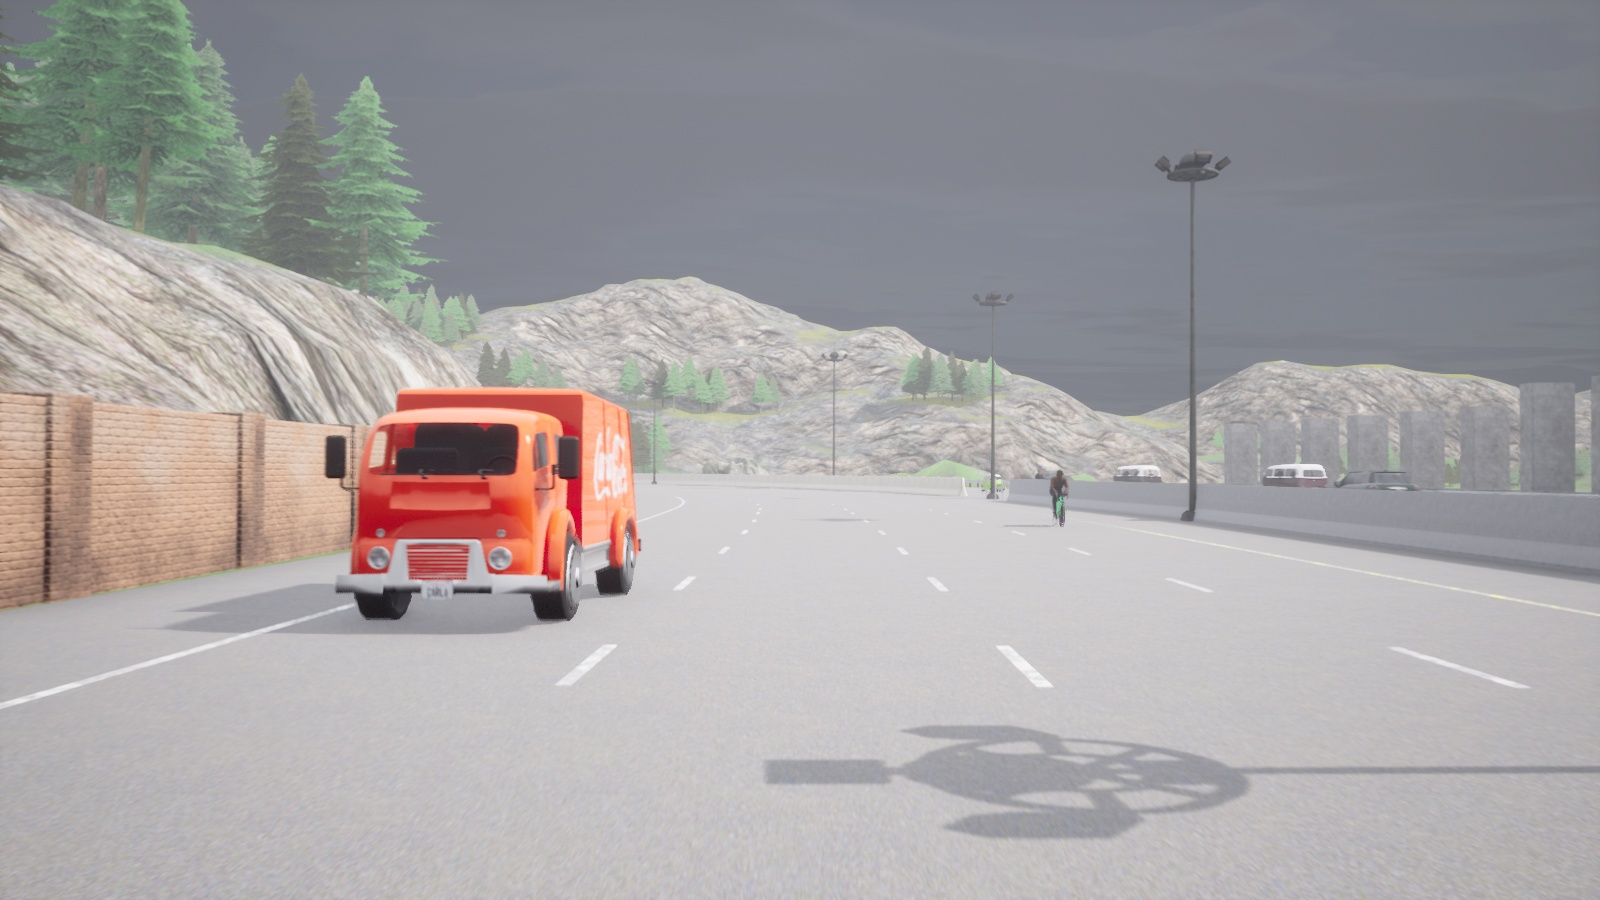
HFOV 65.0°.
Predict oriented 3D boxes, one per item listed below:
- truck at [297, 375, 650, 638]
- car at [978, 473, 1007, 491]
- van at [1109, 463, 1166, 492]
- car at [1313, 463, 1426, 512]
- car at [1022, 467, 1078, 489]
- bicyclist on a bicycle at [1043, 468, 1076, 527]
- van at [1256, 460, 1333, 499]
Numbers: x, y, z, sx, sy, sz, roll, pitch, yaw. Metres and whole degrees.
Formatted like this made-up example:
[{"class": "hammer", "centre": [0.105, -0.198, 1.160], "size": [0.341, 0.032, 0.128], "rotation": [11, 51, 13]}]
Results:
[{"class": "truck", "centre": [-3.381, 0.586, 14.403], "size": [2.627, 2.467, 5.204], "rotation": [0, -1, 1]}, {"class": "car", "centre": [14.745, 2.424, 96.334], "size": [1.481, 1.376, 2.207], "rotation": [0, -1, -15]}, {"class": "van", "centre": [23.783, 1.932, 88.774], "size": [2.069, 2.038, 4.480], "rotation": [0, -1, -12]}, {"class": "car", "centre": [21.225, 1.377, 47.039], "size": [2.097, 1.767, 4.553], "rotation": [0, -1, -1]}, {"class": "car", "centre": [18.813, 2.104, 94.649], "size": [2.152, 1.651, 5.027], "rotation": [0, -1, -14]}, {"class": "bicyclist on a bicycle", "centre": [7.354, 1.335, 35.620], "size": [0.582, 1.620, 1.656], "rotation": [0, -1, 0]}, {"class": "van", "centre": [27.016, 1.586, 68.809], "size": [2.069, 2.038, 4.480], "rotation": [0, -1, -6]}]
